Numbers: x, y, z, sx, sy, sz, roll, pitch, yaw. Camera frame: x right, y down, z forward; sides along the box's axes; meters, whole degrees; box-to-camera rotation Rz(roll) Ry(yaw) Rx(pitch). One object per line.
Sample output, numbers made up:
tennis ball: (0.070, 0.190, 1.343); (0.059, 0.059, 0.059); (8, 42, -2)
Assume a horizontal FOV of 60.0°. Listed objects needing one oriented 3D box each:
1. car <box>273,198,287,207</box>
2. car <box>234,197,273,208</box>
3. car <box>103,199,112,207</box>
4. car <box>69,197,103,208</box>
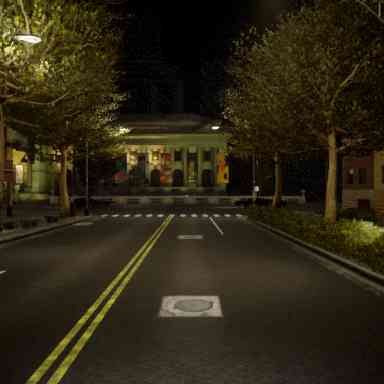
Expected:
car: (11.727, 1.601, 50.091); (4.718, 1.301, 1.895); (0, 0, 0)
car: (8.313, 1.505, 46.593); (4.892, 1.490, 1.837); (0, 0, 0)
car: (-14.638, 1.600, 50.089); (4.718, 1.301, 1.895); (0, 0, 0)
car: (-15.570, 1.504, 46.588); (4.892, 1.490, 1.837); (0, 0, 0)
